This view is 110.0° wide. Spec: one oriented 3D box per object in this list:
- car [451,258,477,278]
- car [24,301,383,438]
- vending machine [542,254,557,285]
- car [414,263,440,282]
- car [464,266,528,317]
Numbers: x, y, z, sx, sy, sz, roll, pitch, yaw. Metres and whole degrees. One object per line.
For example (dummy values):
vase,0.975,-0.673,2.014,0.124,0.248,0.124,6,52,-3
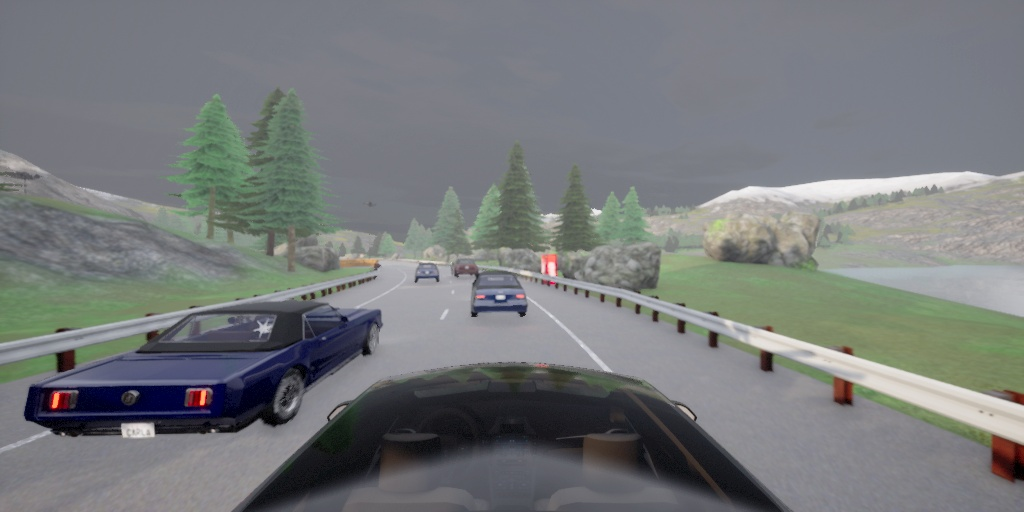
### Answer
car,-4.478,1.009,33.429,2.097,1.767,4.553,0,0,-15
car,-3.599,1.349,5.593,1.895,1.301,4.718,0,0,-2
vending machine,2.583,0.860,24.714,1.100,2.100,0.880,0,0,-11
car,-6.671,1.229,28.210,2.033,1.411,5.357,0,0,-13
car,-0.594,1.261,13.082,2.033,1.411,5.357,0,0,-6
